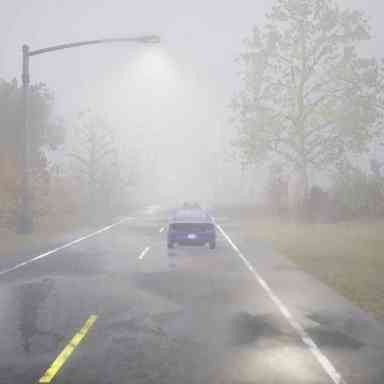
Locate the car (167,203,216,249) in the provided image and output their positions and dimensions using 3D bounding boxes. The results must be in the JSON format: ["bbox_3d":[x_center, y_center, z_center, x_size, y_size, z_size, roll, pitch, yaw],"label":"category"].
[{"bbox_3d":[-0.017,1.483,14.655,1.882,1.535,5.008,0,0,0],"label":"car"}]

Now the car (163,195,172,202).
[{"bbox_3d":[-5.673,1.464,77.231,1.812,1.442,4.674,0,0,-8],"label":"car"}]
